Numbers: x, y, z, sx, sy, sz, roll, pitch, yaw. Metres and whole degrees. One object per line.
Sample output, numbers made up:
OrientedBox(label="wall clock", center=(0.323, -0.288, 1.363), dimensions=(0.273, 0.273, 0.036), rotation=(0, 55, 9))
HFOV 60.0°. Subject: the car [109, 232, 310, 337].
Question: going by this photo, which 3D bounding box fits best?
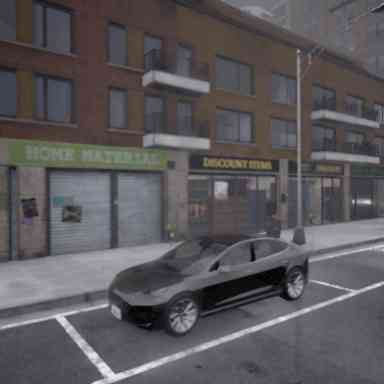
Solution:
OrientedBox(label="car", center=(0.553, 1.526, 6.601), dimensions=(4.313, 1.339, 1.947), rotation=(-1, 0, -36))
